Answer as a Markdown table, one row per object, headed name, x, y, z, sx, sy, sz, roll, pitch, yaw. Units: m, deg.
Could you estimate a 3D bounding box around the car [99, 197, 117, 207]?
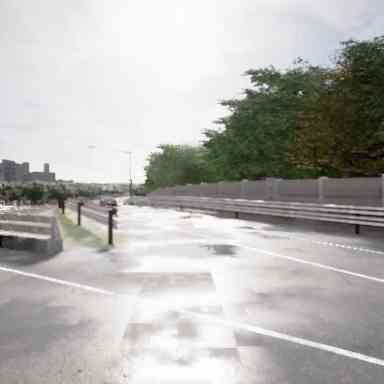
| name | x | y | z | sx | sy | sz | roll | pitch | yaw |
| --- | --- | --- | --- | --- | --- | --- | --- | --- | --- |
| car | -11.444 | 1.347 | 45.193 | 1.994 | 1.385 | 4.181 | 0 | -1 | -21 |
